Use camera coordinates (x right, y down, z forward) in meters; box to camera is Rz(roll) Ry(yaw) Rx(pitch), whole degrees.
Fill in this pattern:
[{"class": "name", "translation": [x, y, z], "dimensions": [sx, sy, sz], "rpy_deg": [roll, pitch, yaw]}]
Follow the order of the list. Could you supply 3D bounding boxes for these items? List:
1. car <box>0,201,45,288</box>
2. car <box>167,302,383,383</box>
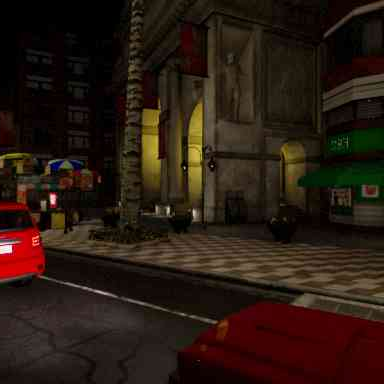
[{"class": "car", "translation": [-5.856, 1.221, 8.059], "dimensions": [5.566, 2.045, 2.150], "rpy_deg": [0, 0, 36]}, {"class": "car", "translation": [2.106, 1.601, 2.346], "dimensions": [4.718, 1.301, 1.895], "rpy_deg": [0, 0, 36]}]
